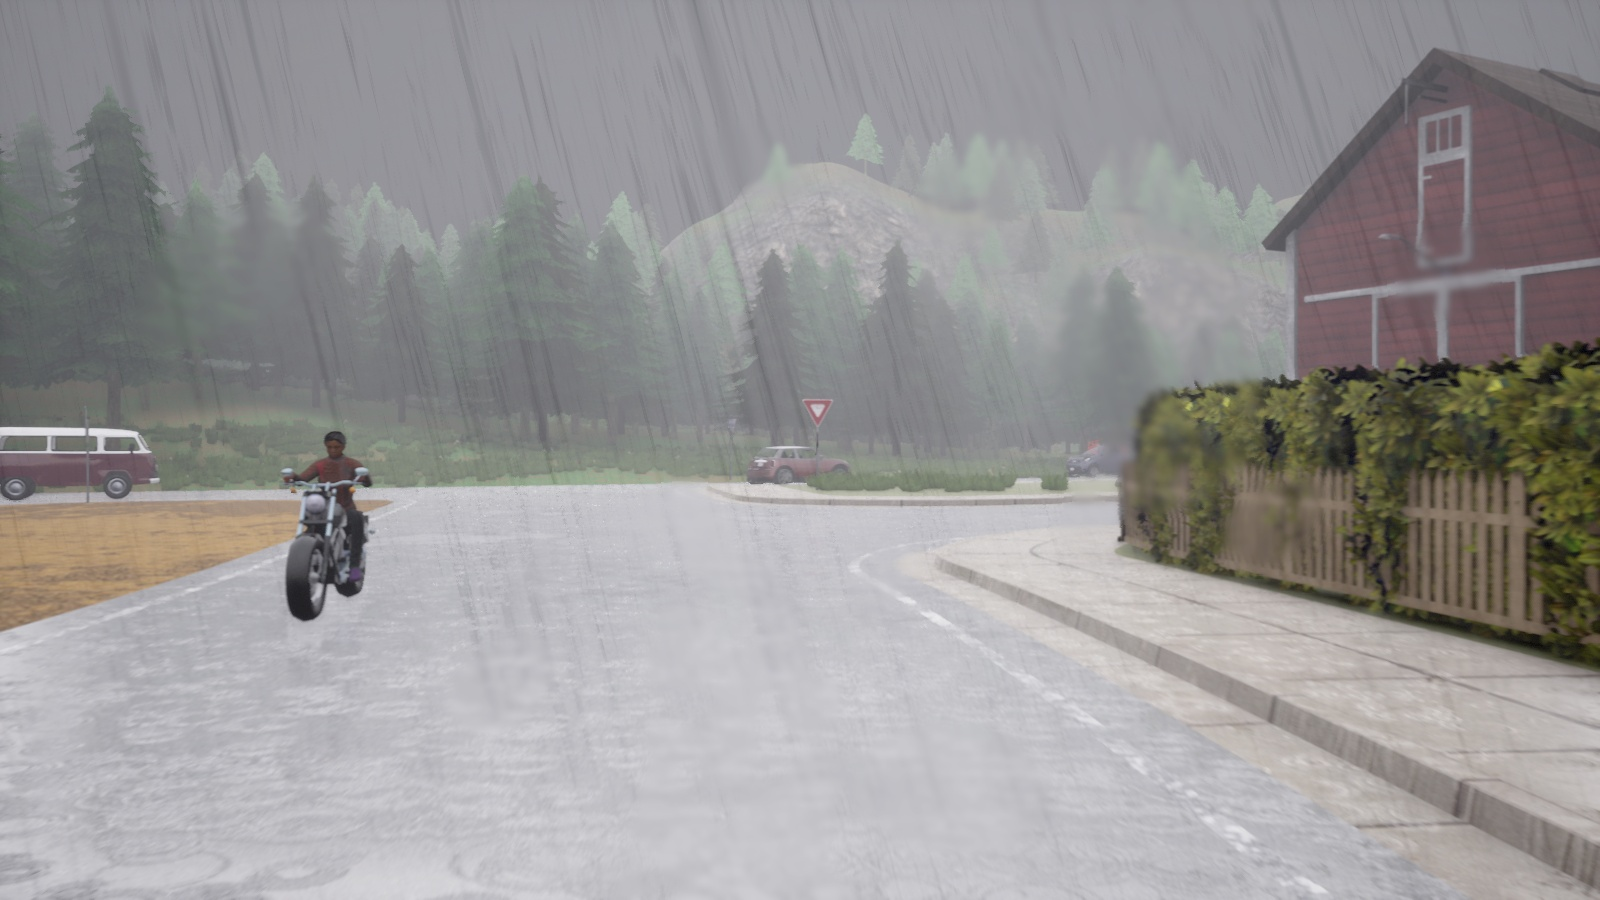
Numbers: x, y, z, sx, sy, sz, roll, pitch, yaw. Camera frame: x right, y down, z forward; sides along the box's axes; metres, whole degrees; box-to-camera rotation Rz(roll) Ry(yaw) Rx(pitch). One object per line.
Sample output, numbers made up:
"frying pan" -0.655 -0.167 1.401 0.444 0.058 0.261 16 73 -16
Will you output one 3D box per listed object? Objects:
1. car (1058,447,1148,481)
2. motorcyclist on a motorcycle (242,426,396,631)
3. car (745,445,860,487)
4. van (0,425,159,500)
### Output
"car" 13.799 0.597 57.155 3.633 1.501 1.845 0 0 -27
"motorcyclist on a motorcycle" -4.261 0.625 11.320 0.766 1.649 2.350 0 0 -8
"car" 0.108 0.569 46.117 3.806 1.475 1.970 0 0 -36
"van" -20.755 0.339 35.722 4.480 2.038 2.069 0 0 -27
